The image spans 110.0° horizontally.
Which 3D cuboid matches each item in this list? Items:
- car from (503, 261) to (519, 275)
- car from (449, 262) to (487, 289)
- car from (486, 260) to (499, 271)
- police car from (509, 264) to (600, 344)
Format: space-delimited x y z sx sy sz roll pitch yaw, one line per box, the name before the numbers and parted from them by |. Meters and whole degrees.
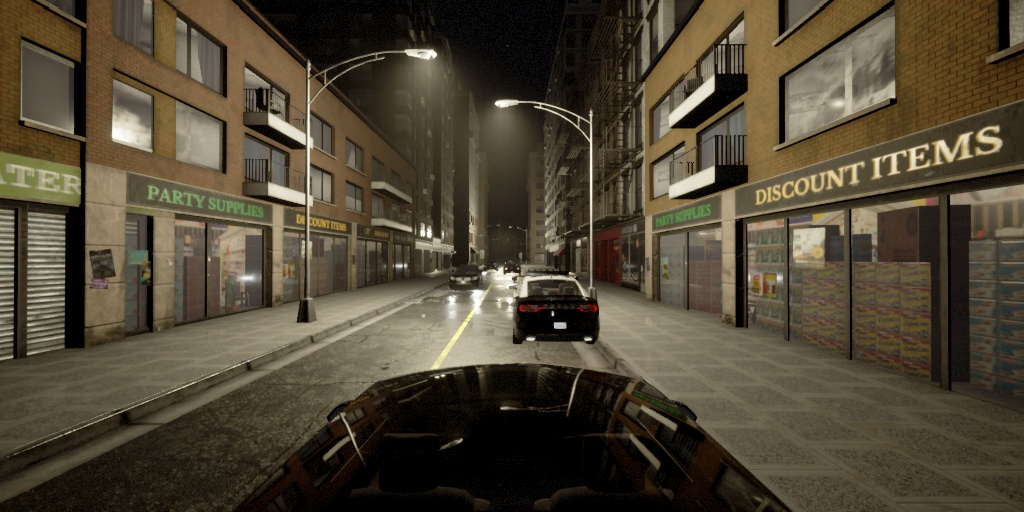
car | 0.028 1.373 39.283 1.895 1.301 4.718 0 0 0
car | -2.878 1.284 23.430 1.812 1.442 4.674 0 0 0
car | -2.813 1.287 48.975 1.837 1.490 4.892 0 0 0
police car | 0.953 1.178 9.702 1.930 1.638 5.238 0 0 0
